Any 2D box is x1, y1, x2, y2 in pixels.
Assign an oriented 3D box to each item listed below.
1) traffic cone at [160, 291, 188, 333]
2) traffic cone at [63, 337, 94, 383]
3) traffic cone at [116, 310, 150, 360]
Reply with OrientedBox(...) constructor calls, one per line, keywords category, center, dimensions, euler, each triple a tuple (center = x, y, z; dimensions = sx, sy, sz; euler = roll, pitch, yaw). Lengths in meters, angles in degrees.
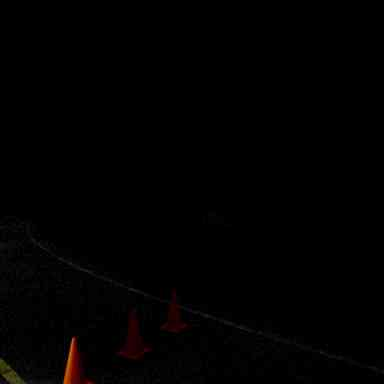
OrientedBox(category="traffic cone", center=(-0.293, 1.932, 5.477), dimensions=(0.340, 0.580, 0.340), euler=(1, 1, 31))
OrientedBox(category="traffic cone", center=(-1.331, 1.945, 3.775), dimensions=(0.340, 0.580, 0.340), euler=(1, 1, 31))
OrientedBox(category="traffic cone", center=(-0.812, 1.938, 4.626), dimensions=(0.340, 0.580, 0.340), euler=(1, 1, 31))
